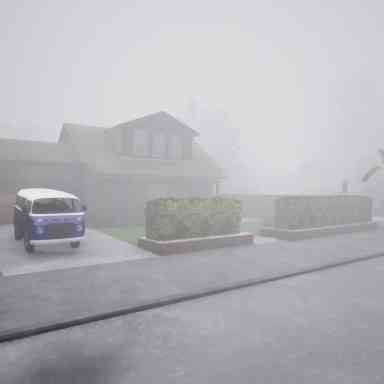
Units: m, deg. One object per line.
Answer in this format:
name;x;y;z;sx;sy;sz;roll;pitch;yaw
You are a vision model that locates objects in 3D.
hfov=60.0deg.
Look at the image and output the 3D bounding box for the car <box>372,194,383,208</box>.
car;24.018;0.986;40.753;3.866;1.878;1.905;0;0;0
